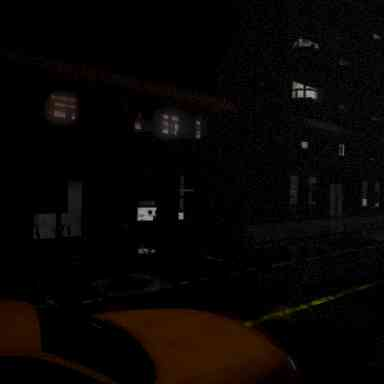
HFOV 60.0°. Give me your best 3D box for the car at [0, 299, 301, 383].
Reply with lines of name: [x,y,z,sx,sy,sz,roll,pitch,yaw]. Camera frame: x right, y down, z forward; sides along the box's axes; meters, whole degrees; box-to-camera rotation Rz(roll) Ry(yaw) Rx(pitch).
car: [-1.474,1.456,2.229,5.366,1.575,1.801,0,0,-35]
